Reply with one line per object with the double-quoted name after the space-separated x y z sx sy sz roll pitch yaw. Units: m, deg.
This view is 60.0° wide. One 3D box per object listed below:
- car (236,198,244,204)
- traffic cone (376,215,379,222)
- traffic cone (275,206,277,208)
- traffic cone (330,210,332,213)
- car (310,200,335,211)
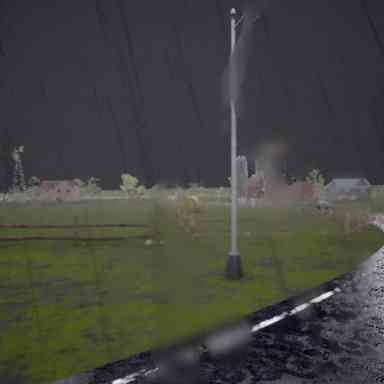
13.258 2.464 91.192 2.128 1.511 4.902 -1 -1 -6 "car"
15.385 2.222 27.578 0.340 0.580 0.340 -1 -1 18 "traffic cone"
15.480 2.617 61.252 0.340 0.580 0.340 -1 -1 -6 "traffic cone"
17.409 2.387 41.606 0.340 0.580 0.340 -1 -1 -1 "traffic cone"
18.965 1.955 48.374 1.882 1.535 5.008 -1 -1 -6 "car"
